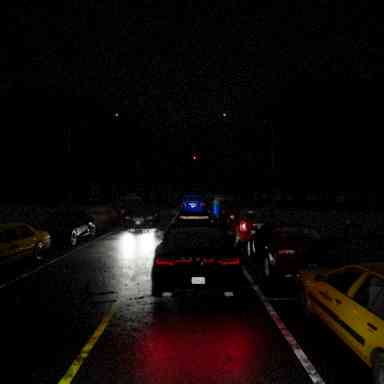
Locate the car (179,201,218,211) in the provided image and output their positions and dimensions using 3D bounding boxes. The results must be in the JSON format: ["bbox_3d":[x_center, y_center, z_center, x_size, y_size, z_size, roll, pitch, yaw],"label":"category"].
[{"bbox_3d":[0.098,1.493,19.043,2.128,1.511,4.902,0,0,0],"label":"car"}]

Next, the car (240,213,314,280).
[{"bbox_3d":[2.761,1.545,9.821,1.887,1.381,4.507,0,0,0],"label":"car"}]

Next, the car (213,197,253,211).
[{"bbox_3d":[2.761,1.317,20.696,2.192,1.841,5.009,0,0,0],"label":"car"}]

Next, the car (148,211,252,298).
[{"bbox_3d":[0.095,1.478,8.600,1.882,1.535,5.008,0,0,0],"label":"car"}]

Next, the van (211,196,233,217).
[{"bbox_3d":[2.763,1.346,31.571,1.690,1.788,3.998,0,0,0],"label":"van"}]

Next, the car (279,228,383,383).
[{"bbox_3d":[2.760,1.525,4.553,1.752,1.417,4.829,0,0,0],"label":"car"}]

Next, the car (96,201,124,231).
[{"bbox_3d":[-5.763,1.527,20.527,1.752,1.417,4.829,0,0,0],"label":"car"}]

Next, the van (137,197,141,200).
[{"bbox_3d":[-5.763,1.346,31.572,1.690,1.788,3.998,0,0,0],"label":"van"}]

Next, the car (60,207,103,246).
[{"bbox_3d":[-5.764,1.567,15.259,1.947,1.339,4.313,0,0,0],"label":"car"}]

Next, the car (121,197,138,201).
[{"bbox_3d":[-5.763,1.444,26.134,1.967,1.590,4.097,0,0,0],"label":"car"}]

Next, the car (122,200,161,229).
[{"bbox_3d":[-3.065,1.495,21.469,2.128,1.511,4.902,0,0,0],"label":"car"}]

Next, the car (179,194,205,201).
[{"bbox_3d":[0.025,1.226,29.411,2.150,2.045,5.566,0,0,-2],"label":"car"}]

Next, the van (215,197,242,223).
[{"bbox_3d":[2.762,1.345,26.134,1.690,1.788,3.998,0,0,0],"label":"van"}]

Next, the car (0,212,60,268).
[{"bbox_3d":[-5.764,1.526,9.652,1.752,1.417,4.829,0,0,0],"label":"car"}]

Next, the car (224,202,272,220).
[{"bbox_3d":[2.761,1.441,15.258,1.967,1.590,4.097,0,0,0],"label":"car"}]
